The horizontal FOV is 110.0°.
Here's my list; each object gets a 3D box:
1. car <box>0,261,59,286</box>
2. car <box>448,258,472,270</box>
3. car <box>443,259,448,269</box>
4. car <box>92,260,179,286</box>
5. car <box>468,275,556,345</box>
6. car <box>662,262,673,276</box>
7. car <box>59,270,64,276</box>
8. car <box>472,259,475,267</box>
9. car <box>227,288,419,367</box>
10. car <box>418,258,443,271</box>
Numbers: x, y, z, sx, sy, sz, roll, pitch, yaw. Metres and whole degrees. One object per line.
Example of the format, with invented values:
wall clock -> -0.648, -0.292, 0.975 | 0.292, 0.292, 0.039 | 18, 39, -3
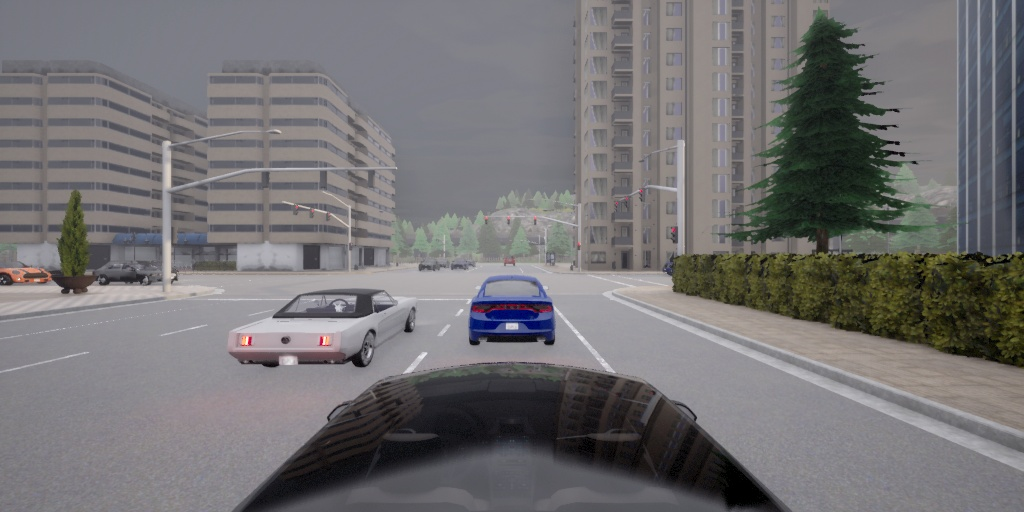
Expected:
car -> -35.097, 1.102, 24.810 | 4.553, 1.767, 2.097 | 0, 0, 0
car -> -7.544, 1.102, 52.136 | 2.097, 1.767, 4.553 | 0, 0, 0
car -> -11.081, 1.253, 57.000 | 1.837, 1.490, 4.892 | 0, 0, 0
car -> -25.946, 1.241, 24.780 | 4.902, 1.511, 2.128 | 0, 0, 1
car -> -0.004, 1.228, 9.507 | 1.882, 1.535, 5.008 | 0, 0, 0
car -> 17.894, 0.971, 35.453 | 5.566, 2.045, 2.150 | 0, 0, 0
car -> -38.613, 1.351, 28.318 | 4.718, 1.301, 1.895 | 0, 0, 0
car -> -7.615, 1.297, 64.140 | 2.033, 1.411, 5.357 | 0, 0, 0
car -> -3.496, 1.351, 7.841 | 1.895, 1.301, 4.718 | 0, 0, 0
car -> -11.010, 1.102, 47.918 | 2.097, 1.767, 4.553 | 0, 0, 0
